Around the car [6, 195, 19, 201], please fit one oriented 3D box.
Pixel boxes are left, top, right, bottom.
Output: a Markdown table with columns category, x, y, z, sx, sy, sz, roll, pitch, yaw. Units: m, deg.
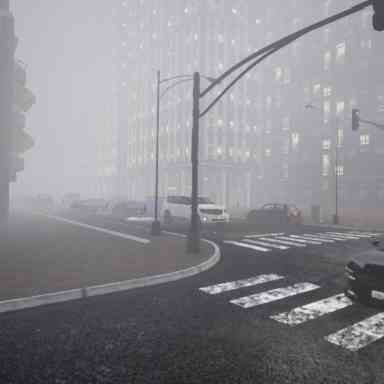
| category | x | y | z | sx | sy | sz | roll | pitch | yaw |
| --- | --- | --- | --- | --- | --- | --- | --- | --- | --- |
| car | -40.196 | 1.378 | 74.427 | 2.008 | 1.369 | 4.403 | 1 | -1 | -35 |

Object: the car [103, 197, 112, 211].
| category | x | y | z | sx | sy | sz | roll | pitch | yaw |
| --- | --- | --- | --- | --- | --- | --- | --- | --- | --- |
| car | -11.606 | 1.468 | 38.571 | 2.033 | 1.411 | 5.357 | 1 | -1 | -35 |

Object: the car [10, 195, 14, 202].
| category | x | y | z | sx | sy | sz | roll | pitch | yaw |
| --- | --- | --- | --- | --- | --- | --- | --- | --- | --- |
| car | -36.931 | 1.397 | 69.818 | 1.947 | 1.339 | 4.313 | 1 | -1 | -35 |

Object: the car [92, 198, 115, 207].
| category | x | y | z | sx | sy | sz | roll | pitch | yaw |
| --- | --- | --- | --- | --- | --- | --- | --- | --- | --- |
| car | -13.766 | 1.586 | 51.618 | 1.947 | 1.339 | 4.313 | 1 | -1 | -35 |

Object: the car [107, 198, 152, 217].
| category | x | y | z | sx | sy | sz | roll | pitch | yaw |
| --- | --- | --- | --- | --- | --- | --- | --- | --- | --- |
| car | -5.731 | 1.498 | 30.275 | 1.994 | 1.385 | 4.181 | 1 | -1 | -35 |

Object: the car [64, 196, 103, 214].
| category | x | y | z | sx | sy | sz | roll | pitch | yaw |
| --- | --- | --- | --- | --- | --- | --- | --- | --- | --- |
| car | -10.805 | 1.427 | 32.948 | 2.008 | 1.369 | 4.403 | 1 | -1 | -35 |

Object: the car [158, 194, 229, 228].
| category | x | y | z | sx | sy | sz | roll | pitch | yaw |
| --- | --- | --- | --- | --- | --- | --- | --- | --- | --- |
| car | 0.049 | 1.170 | 22.118 | 2.150 | 2.045 | 5.566 | 1 | -1 | -35 |

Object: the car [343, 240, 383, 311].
| category | x | y | z | sx | sy | sz | roll | pitch | yaw |
| --- | --- | --- | --- | --- | --- | --- | --- | --- | --- |
| car | 5.214 | 1.481 | 7.089 | 5.008 | 1.535 | 1.882 | 0 | 0 | -35 |

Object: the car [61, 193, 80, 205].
| category | x | y | z | sx | sy | sz | roll | pitch | yaw |
| --- | --- | --- | --- | --- | --- | --- | --- | --- | --- |
| car | -20.404 | 1.181 | 56.345 | 2.150 | 2.045 | 5.566 | 1 | -1 | -35 |

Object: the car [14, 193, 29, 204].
| category | x | y | z | sx | sy | sz | roll | pitch | yaw |
| --- | --- | --- | --- | --- | --- | --- | --- | --- | --- |
| car | -30.396 | 1.155 | 60.603 | 2.192 | 1.841 | 5.009 | 1 | -1 | -35 |

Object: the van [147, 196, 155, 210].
| category | x | y | z | sx | sy | sz | roll | pitch | yaw |
| --- | --- | --- | --- | --- | --- | --- | --- | --- | --- |
| van | -3.965 | 1.382 | 37.794 | 1.690 | 1.788 | 3.998 | 1 | -1 | -35 |

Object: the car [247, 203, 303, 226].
| category | x | y | z | sx | sy | sz | roll | pitch | yaw |
| --- | --- | --- | --- | --- | --- | --- | --- | --- | --- |
| car | 5.831 | 1.505 | 23.966 | 1.967 | 1.590 | 4.097 | 1 | -1 | -35 |

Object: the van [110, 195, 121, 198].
| category | x | y | z | sx | sy | sz | roll | pitch | yaw |
| --- | --- | --- | --- | --- | --- | --- | --- | --- | --- |
| van | -10.496 | 1.368 | 47.012 | 1.690 | 1.788 | 3.998 | 1 | -1 | -35 |

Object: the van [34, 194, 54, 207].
| category | x | y | z | sx | sy | sz | roll | pitch | yaw |
| --- | --- | --- | --- | --- | --- | --- | --- | --- | --- |
| van | -20.599 | 1.197 | 46.776 | 1.690 | 1.788 | 3.998 | 1 | -1 | -35 |

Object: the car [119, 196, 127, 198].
| category | x | y | z | sx | sy | sz | roll | pitch | yaw |
| --- | --- | --- | --- | --- | --- | --- | --- | --- | --- |
| car | -7.234 | 1.584 | 42.401 | 2.008 | 1.369 | 4.403 | 1 | -1 | -35 |

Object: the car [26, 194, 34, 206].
| category | x | y | z | sx | sy | sz | roll | pitch | yaw |
| --- | --- | --- | --- | --- | --- | --- | --- | --- | --- |
| car | -23.868 | 1.432 | 51.383 | 1.802 | 1.307 | 4.206 | 1 | -1 | -35 |

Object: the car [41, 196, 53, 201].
| category | x | y | z | sx | sy | sz | roll | pitch | yaw |
| --- | --- | --- | --- | --- | --- | --- | --- | --- | --- |
| car | -36.627 | 1.570 | 83.879 | 1.802 | 1.307 | 4.206 | 1 | -1 | -35 |
